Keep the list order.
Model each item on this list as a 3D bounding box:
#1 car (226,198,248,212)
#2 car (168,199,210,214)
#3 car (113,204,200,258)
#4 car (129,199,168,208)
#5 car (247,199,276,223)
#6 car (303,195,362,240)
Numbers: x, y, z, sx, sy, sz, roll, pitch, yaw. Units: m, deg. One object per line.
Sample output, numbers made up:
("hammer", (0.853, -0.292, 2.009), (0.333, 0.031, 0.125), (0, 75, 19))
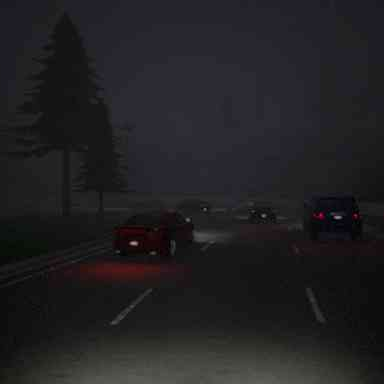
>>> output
("car", (5.740, 1.442, 36.997), (1.812, 1.442, 4.674), (0, -1, -34))
("car", (-0.134, 1.427, 33.334), (1.837, 1.490, 4.892), (2, -1, -34))
("car", (-1.232, 1.448, 12.778), (1.882, 1.535, 5.008), (0, 0, 13))
("car", (-5.221, 1.506, 40.245), (4.718, 1.301, 1.895), (0, 0, 12))
("car", (5.296, 1.468, 25.163), (1.812, 1.442, 4.674), (0, 0, 9))
("car", (7.000, 1.183, 16.960), (2.150, 2.045, 5.566), (0, 0, 15))
